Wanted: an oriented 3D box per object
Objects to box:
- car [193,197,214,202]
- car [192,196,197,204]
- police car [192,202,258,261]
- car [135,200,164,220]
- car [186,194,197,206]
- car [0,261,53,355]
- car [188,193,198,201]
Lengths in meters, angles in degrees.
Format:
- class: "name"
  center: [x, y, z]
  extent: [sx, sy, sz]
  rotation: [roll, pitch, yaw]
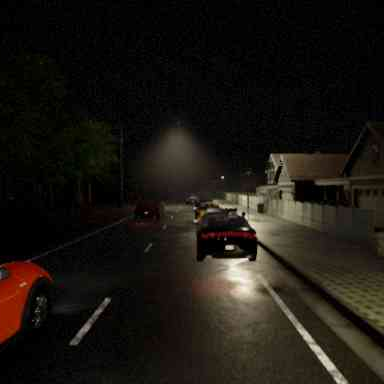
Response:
- class: "car"
  center: [1.118, 1.350, 22.198]
  extent: [1.801, 1.575, 5.366]
  rotation: [0, 0, 0]
- class: "car"
  center: [1.136, 1.361, 28.008]
  extent: [1.837, 1.490, 4.892]
  rotation: [0, 0, 0]
- class: "police car"
  center: [1.087, 1.374, 12.120]
  extent: [1.930, 1.638, 5.238]
  rotation: [0, 0, 0]
- class: "car"
  center: [-3.321, 1.343, 26.672]
  extent: [1.882, 1.535, 5.008]
  rotation: [0, 0, 0]
- class: "car"
  center: [0.157, 1.235, 48.347]
  extent: [1.994, 1.385, 4.181]
  rotation: [0, 1, 1]
- class: "car"
  center: [-3.389, 1.334, 3.753]
  extent: [2.097, 1.767, 4.553]
  rotation: [0, 0, 0]
- class: "car"
  center: [0.201, 1.037, 64.830]
  extent: [2.033, 1.411, 5.357]
  rotation: [0, 1, 0]
